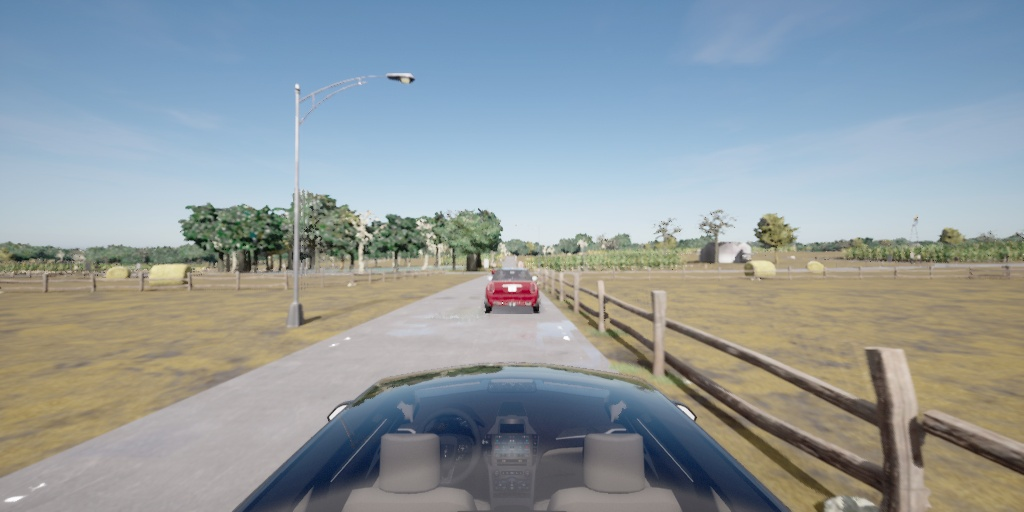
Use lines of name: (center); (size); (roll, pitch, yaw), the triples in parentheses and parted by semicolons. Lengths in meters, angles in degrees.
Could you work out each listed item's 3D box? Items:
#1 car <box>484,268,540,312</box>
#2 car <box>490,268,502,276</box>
car: (0.023, 1.274, 15.285); (2.097, 1.767, 4.553); (0, -1, 0)
car: (-2.767, 2.824, 64.304); (1.895, 1.301, 4.718); (0, -2, 1)
